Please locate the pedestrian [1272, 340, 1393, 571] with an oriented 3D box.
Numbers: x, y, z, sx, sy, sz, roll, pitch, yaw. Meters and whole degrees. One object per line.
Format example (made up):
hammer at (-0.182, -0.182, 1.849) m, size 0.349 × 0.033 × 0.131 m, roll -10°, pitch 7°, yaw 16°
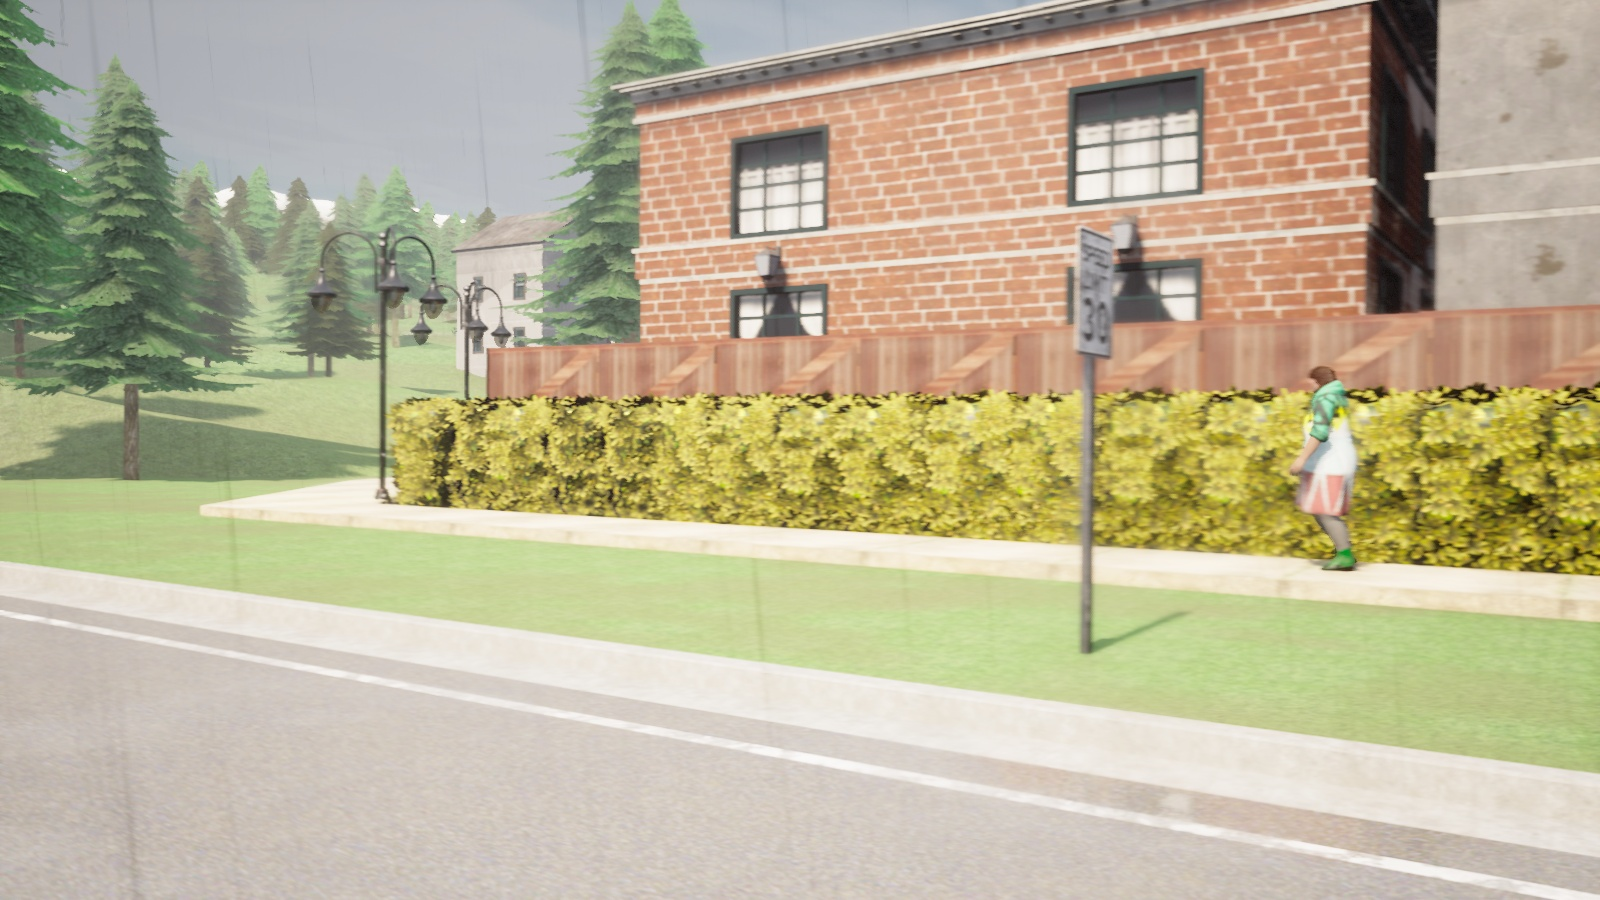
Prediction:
pedestrian at (4.714, 0.046, 11.119) m, size 0.873 × 1.952 × 0.659 m, roll 0°, pitch 1°, yaw 34°
